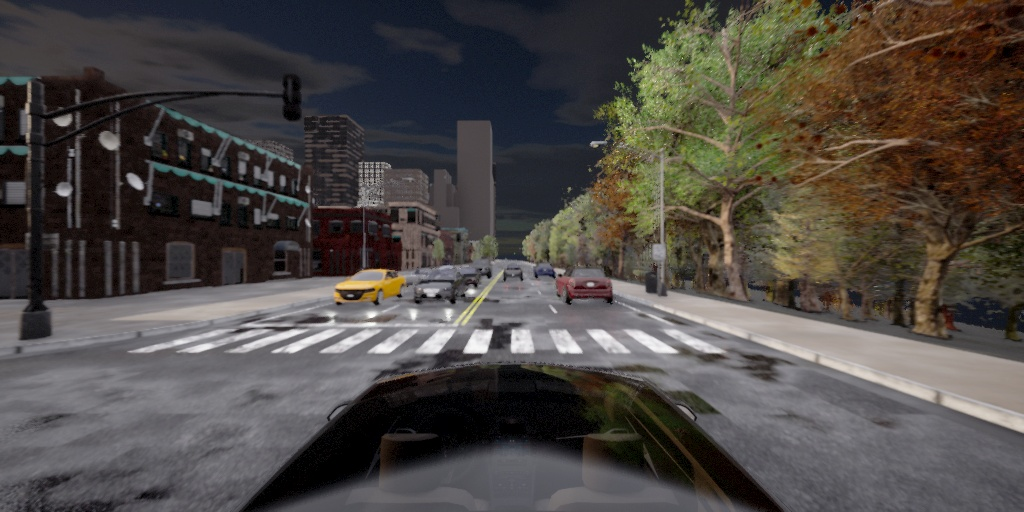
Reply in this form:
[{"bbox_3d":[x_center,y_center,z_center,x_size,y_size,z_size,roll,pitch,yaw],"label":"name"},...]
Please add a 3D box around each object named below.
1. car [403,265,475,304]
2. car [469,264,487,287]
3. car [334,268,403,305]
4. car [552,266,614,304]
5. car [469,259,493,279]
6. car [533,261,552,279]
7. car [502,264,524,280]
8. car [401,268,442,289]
[{"bbox_3d":[-3.316,1.390,17.399,2.128,1.511,4.902,0,-1,1],"label":"car"},{"bbox_3d":[-3.297,1.539,27.267,2.033,1.411,5.357,0,-1,0],"label":"car"},{"bbox_3d":[-6.576,1.374,17.132,1.882,1.535,5.008,0,-1,0],"label":"car"},{"bbox_3d":[3.360,1.250,17.442,2.097,1.767,4.553,0,-1,0],"label":"car"},{"bbox_3d":[-3.229,1.314,37.981,2.150,2.045,5.566,0,-1,0],"label":"car"},{"bbox_3d":[3.373,1.450,38.663,2.097,1.767,4.553,0,-1,0],"label":"car"},{"bbox_3d":[0.121,1.557,35.130,2.128,1.511,4.902,0,-1,0],"label":"car"},{"bbox_3d":[-6.529,1.585,26.429,1.895,1.301,4.718,0,-1,-1],"label":"car"}]
